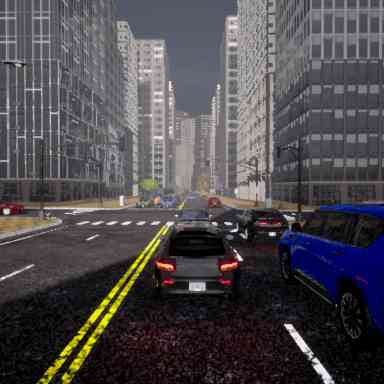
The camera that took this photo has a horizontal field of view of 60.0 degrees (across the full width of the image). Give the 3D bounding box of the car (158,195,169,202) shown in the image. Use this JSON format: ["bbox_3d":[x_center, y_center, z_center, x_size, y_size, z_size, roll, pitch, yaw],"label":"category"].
[{"bbox_3d":[-6.571,1.471,76.450,2.033,1.411,5.357,0,0,0],"label":"car"}]

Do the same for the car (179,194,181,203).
[{"bbox_3d":[-3.386,1.503,57.323,2.033,1.411,5.357,0,0,0],"label":"car"}]

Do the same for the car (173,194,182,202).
[{"bbox_3d":[-3.321,1.285,77.348,2.097,1.767,4.553,0,0,0],"label":"car"}]

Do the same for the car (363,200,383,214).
[{"bbox_3d":[21.776,1.643,36.656,4.829,1.417,1.752,1,0,1],"label":"car"}]

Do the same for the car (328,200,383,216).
[{"bbox_3d":[16.884,1.606,34.135,4.902,1.511,2.128,0,1,1],"label":"car"}]

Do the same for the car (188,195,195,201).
[{"bbox_3d":[-0.074,1.464,80.776,2.033,1.411,5.357,0,0,0],"label":"car"}]

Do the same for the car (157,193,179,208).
[{"bbox_3d":[-3.389,1.318,47.851,2.097,1.767,4.553,0,0,0],"label":"car"}]

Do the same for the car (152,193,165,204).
[{"bbox_3d":[-6.591,1.166,65.970,2.150,2.045,5.566,0,0,1],"label":"car"}]

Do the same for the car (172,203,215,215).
[{"bbox_3d":[0.086,1.538,17.514,2.033,1.411,5.357,0,0,0],"label":"car"}]

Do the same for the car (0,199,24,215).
[{"bbox_3d":[-18.546,1.330,31.481,5.008,1.535,1.882,1,1,1],"label":"car"}]

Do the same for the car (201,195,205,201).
[{"bbox_3d":[3.173,1.442,84.560,1.812,1.442,4.674,0,0,0],"label":"car"}]

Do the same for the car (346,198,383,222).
[{"bbox_3d":[16.175,1.519,28.364,5.009,1.841,2.192,1,0,1],"label":"car"}]

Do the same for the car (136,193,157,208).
[{"bbox_3d":[-6.670,1.318,47.803,2.097,1.767,4.553,0,0,1],"label":"car"}]

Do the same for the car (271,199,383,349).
[{"bbox_3d":[3.348,1.218,6.383,2.150,2.045,5.566,0,0,0],"label":"car"}]

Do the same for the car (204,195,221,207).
[{"bbox_3d":[3.238,1.443,49.037,1.882,1.535,5.008,0,0,0],"label":"car"}]

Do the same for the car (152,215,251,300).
[{"bbox_3d":[0.092,1.522,8.240,1.812,1.442,4.674,0,0,0],"label":"car"}]

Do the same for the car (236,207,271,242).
[{"bbox_3d":[3.336,1.496,16.243,1.837,1.490,4.892,0,0,0],"label":"car"}]

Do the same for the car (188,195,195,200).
[{"bbox_3d":[-0.083,1.461,90.673,1.994,1.385,4.181,0,0,0],"label":"car"}]
